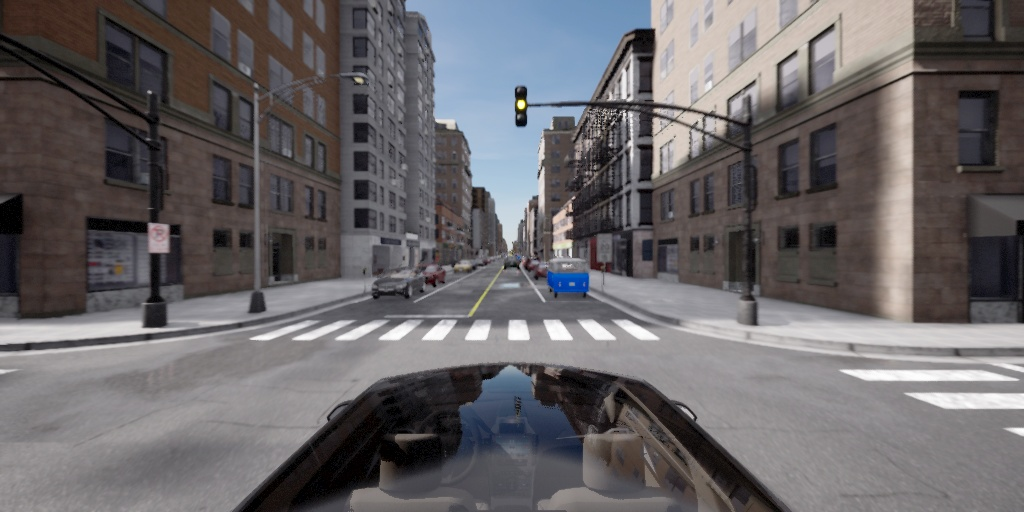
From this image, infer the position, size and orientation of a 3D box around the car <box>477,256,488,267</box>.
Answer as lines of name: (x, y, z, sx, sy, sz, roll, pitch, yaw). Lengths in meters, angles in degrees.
car: (-5.403, 1.050, 57.321, 1.948, 1.339, 4.313, 0, 0, 0)

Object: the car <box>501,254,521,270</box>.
car: (-0.016, 0.871, 47.236, 2.097, 1.767, 4.553, 0, 0, 0)

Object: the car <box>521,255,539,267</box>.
car: (2.625, 0.830, 45.965, 2.192, 1.841, 5.009, 0, 0, 0)

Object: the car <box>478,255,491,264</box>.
car: (-5.404, 0.768, 63.002, 2.192, 1.841, 5.009, 0, 0, 0)

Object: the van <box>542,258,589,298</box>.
van: (2.633, 0.999, 17.558, 1.690, 1.789, 3.998, 0, 0, 0)

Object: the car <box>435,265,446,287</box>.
car: (-5.394, 1.207, 23.229, 1.888, 1.381, 4.507, 0, 0, 0)

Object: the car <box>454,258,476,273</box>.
car: (-5.398, 1.103, 40.105, 1.751, 1.417, 4.829, 0, 0, 0)

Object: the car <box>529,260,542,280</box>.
car: (2.630, 1.186, 28.920, 1.802, 1.307, 4.207, 0, 0, 0)

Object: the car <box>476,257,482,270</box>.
car: (-5.400, 1.112, 45.957, 1.948, 1.339, 4.313, 0, 0, 0)

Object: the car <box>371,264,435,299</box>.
car: (-5.392, 1.240, 17.548, 2.007, 1.370, 4.403, 0, 0, 0)

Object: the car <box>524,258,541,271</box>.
car: (2.627, 1.128, 40.284, 1.802, 1.307, 4.207, 0, 0, 0)
